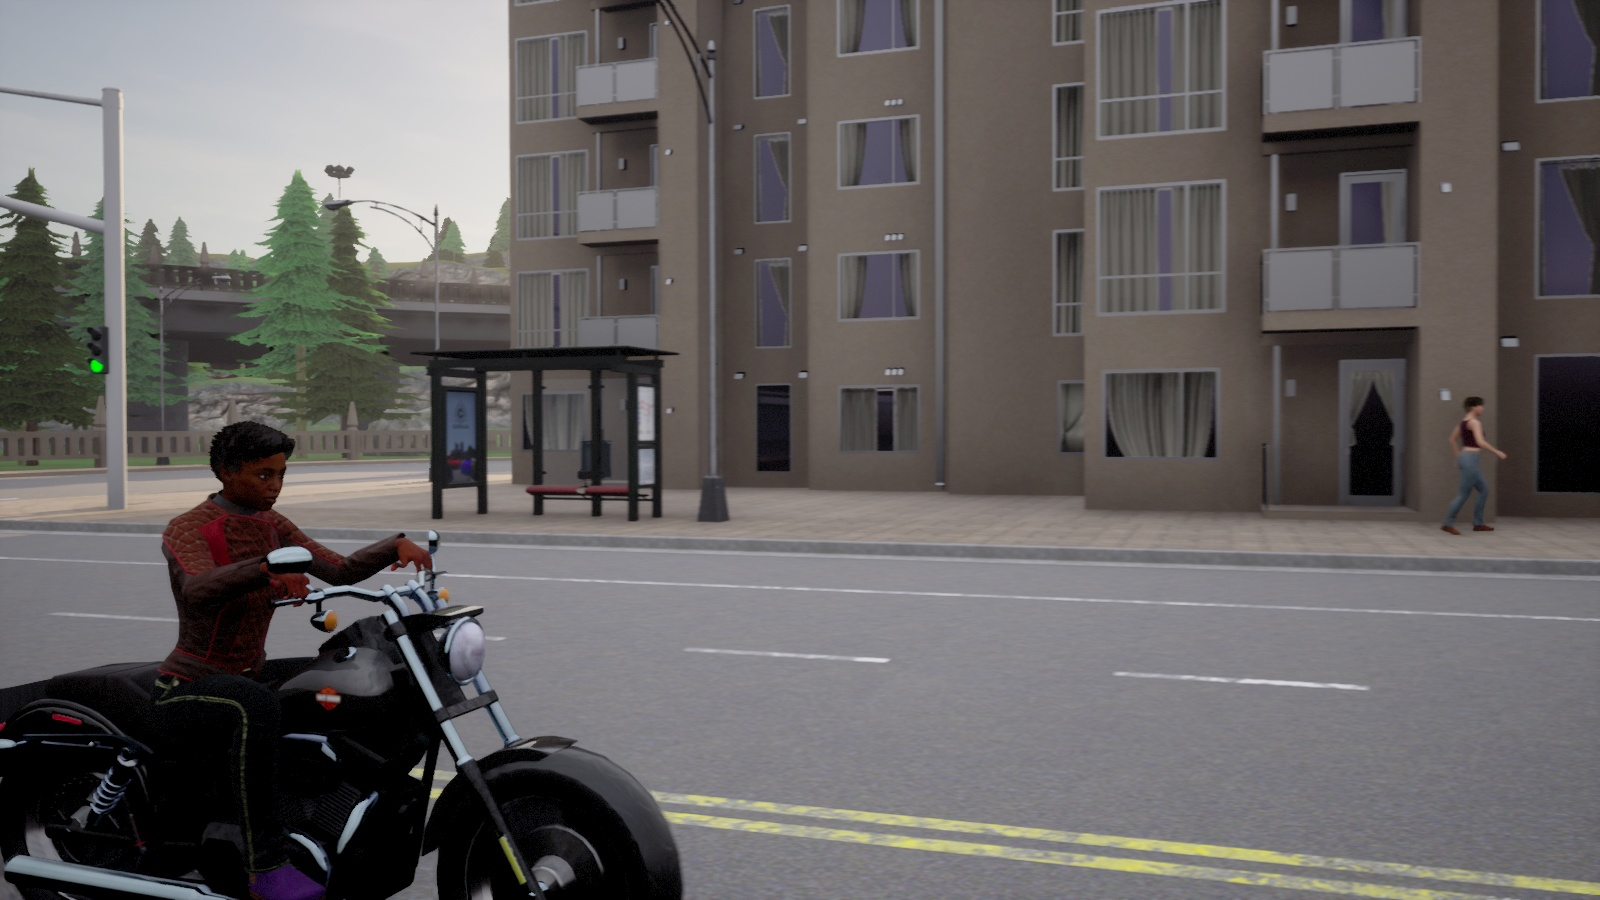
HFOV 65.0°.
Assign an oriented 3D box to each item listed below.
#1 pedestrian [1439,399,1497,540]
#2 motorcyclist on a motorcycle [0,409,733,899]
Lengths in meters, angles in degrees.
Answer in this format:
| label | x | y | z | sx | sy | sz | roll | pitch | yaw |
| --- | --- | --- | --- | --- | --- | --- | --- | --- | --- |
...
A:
| label | x | y | z | sx | sy | sz | roll | pitch | yaw |
| --- | --- | --- | --- | --- | --- | --- | --- | --- | --- |
| pedestrian | 8.821 | 0.253 | 16.583 | 0.594 | 1.836 | 0.345 | 0 | 1 | 15 |
| motorcyclist on a motorcycle | -1.437 | 0.713 | 3.677 | 2.350 | 1.649 | 0.766 | 1 | 1 | 19 |
